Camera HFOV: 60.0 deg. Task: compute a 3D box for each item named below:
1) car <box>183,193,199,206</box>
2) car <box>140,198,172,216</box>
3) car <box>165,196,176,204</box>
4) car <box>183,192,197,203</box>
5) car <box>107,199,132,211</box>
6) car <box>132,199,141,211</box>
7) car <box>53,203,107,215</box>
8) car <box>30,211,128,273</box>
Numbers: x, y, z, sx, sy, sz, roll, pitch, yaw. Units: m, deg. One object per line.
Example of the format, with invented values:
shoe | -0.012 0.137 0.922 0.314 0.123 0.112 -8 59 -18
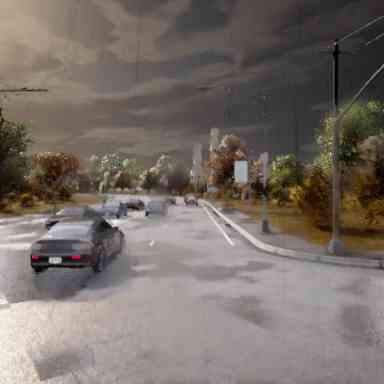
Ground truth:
car | -0.031 1.370 50.682 1.812 1.442 4.674 0 1 0
car | -3.410 1.568 32.490 2.033 1.411 5.357 0 0 0
car | -3.678 1.354 55.790 1.895 1.301 4.718 0 1 -2
car | -0.420 1.017 60.653 2.097 1.767 4.553 0 1 -5
car | -7.047 1.552 30.079 1.812 1.442 4.674 0 0 1
car | -7.013 1.515 40.660 2.033 1.411 5.357 0 1 0
car | -7.093 1.570 20.386 2.033 1.411 5.357 0 0 0
car | -3.415 1.538 10.583 1.812 1.442 4.674 0 0 0
